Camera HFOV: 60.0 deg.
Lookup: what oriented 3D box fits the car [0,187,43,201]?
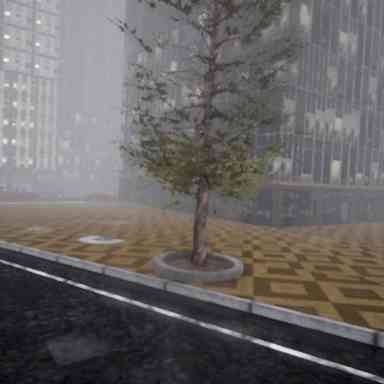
[{"bbox_3d":[-23.209,0.292,44.385,5.009,1.841,2.192,1,2,-34],"label":"car"}]

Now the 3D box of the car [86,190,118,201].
[{"bbox_3d":[-13.868,0.730,50.800,4.507,1.381,1.887,1,2,-34],"label":"car"}]

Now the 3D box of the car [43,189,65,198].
[{"bbox_3d":[-22.985,0.203,54.093,4.403,1.369,2.008,1,2,-34],"label":"car"}]

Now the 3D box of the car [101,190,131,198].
[{"bbox_3d":[-13.772,0.384,60.403,4.829,1.417,1.752,1,2,-34],"label":"car"}]
